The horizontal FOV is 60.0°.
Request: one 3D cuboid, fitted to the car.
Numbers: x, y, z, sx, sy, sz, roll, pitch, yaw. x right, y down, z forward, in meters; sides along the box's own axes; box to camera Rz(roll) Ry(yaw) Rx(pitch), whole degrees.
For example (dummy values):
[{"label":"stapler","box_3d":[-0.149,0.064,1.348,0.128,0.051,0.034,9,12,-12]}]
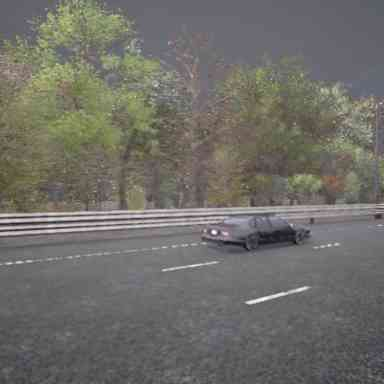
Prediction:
[{"label":"car","box_3d":[2.911,1.632,14.416,5.357,1.411,2.033,1,0,-35]}]
